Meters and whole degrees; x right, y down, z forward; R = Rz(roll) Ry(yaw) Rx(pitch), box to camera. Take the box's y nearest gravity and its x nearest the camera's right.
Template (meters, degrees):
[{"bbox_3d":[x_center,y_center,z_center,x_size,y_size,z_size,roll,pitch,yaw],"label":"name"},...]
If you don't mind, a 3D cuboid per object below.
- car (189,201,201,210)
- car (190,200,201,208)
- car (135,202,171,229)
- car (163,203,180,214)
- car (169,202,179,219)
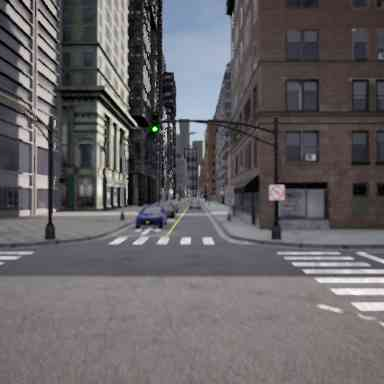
[{"bbox_3d":[0.511,2.278,55.302,1.994,1.385,4.181,0,-1,1],"label":"car"},{"bbox_3d":[0.630,2.386,65.304,2.033,1.411,5.357,0,-1,1],"label":"car"},{"bbox_3d":[-2.949,1.799,24.857,1.882,1.535,5.008,0,-1,1],"label":"car"},{"bbox_3d":[-2.710,2.175,44.538,1.895,1.301,4.718,0,-1,1],"label":"car"},{"bbox_3d":[-2.828,1.800,34.724,2.097,1.767,4.553,0,-1,1],"label":"car"}]
